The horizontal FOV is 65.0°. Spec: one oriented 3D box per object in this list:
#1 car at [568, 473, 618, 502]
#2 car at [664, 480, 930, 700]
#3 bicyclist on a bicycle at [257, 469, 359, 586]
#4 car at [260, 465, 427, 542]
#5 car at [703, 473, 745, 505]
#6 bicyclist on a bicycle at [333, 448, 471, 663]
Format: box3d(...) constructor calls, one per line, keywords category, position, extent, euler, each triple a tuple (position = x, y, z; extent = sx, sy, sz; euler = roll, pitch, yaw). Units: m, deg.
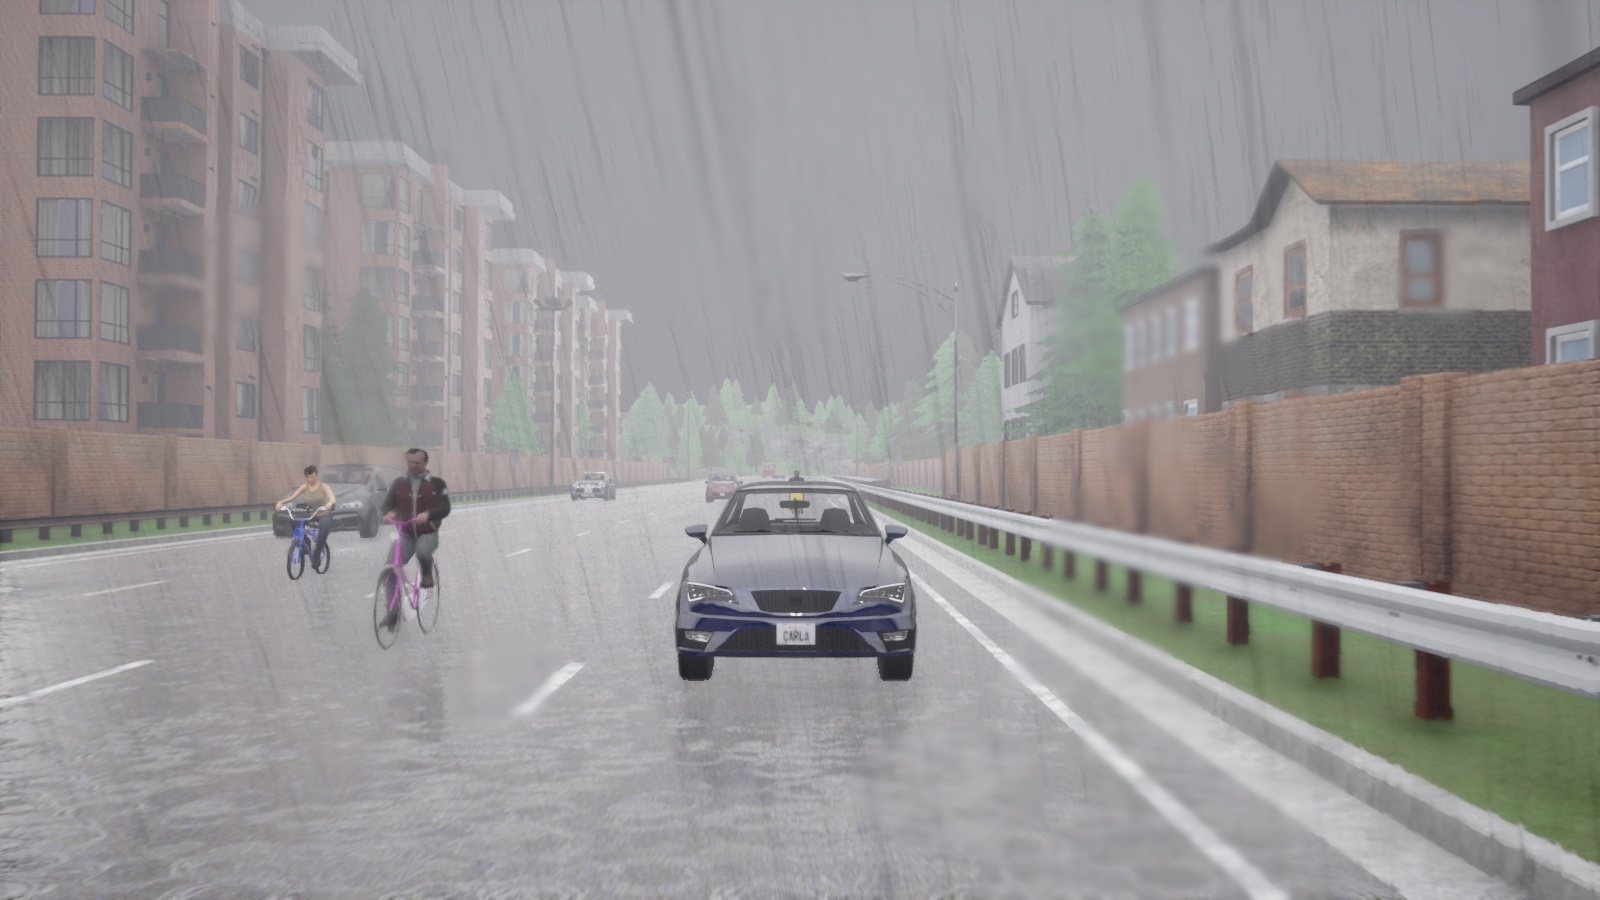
box3d(category="car", position=(-10.657, 1.909, 64.910), extent=(1.970, 1.475, 3.806), euler=(0, -1, 0))
box3d(category="car", position=(-0.026, 1.008, 10.717), extent=(1.816, 1.474, 4.193), euler=(0, -1, 0))
box3d(category="bicyclist on a bicycle", position=(-7.040, 1.081, 18.039), extent=(0.866, 1.612, 1.509), euler=(0, -1, 0))
box3d(category="car", position=(-10.572, 1.195, 29.505), extent=(2.242, 1.667, 4.611), euler=(0, -1, 0))
box3d(category="car", position=(-3.647, 1.862, 60.866), extent=(1.845, 1.501, 3.633), euler=(0, -1, 0))
box3d(category="bicyclist on a bicycle", position=(-3.528, 0.888, 11.307), extent=(0.659, 1.776, 1.843), euler=(0, -1, 0))
